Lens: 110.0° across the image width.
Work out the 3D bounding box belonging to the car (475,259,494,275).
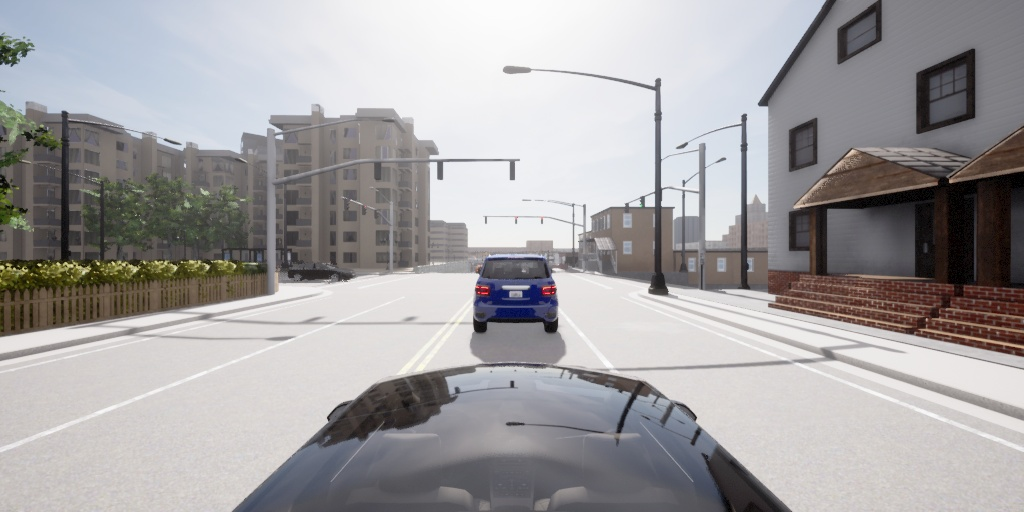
[{"bbox_3d":[-3.549,1.506,46.939,2.097,1.767,4.553,1,-5,0],"label":"car"}]

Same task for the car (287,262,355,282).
[{"bbox_3d":[-14.815,1.255,28.023,4.892,1.490,1.837,0,0,1],"label":"car"}]

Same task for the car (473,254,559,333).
[{"bbox_3d":[0.103,0.971,10.918,2.150,2.045,5.566,0,0,0],"label":"car"}]
